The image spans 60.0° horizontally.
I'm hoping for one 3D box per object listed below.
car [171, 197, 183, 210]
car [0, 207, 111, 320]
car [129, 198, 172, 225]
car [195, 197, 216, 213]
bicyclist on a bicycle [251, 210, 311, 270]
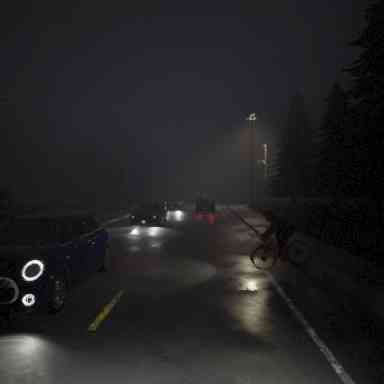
[{"bbox_3d":[-2.082,1.305,38.521,1.895,1.301,4.718,0,0,2],"label":"car"},{"bbox_3d":[-3.384,1.290,7.480,2.097,1.767,4.553,0,1,2],"label":"car"},{"bbox_3d":[-2.795,1.372,22.525,2.033,1.411,5.357,0,0,2],"label":"car"},{"bbox_3d":[1.291,1.243,32.584,2.128,1.511,4.902,0,0,2],"label":"car"},{"bbox_3d":[2.386,1.301,9.162,1.656,1.620,0.582,-9,0,2],"label":"bicyclist on a bicycle"}]
